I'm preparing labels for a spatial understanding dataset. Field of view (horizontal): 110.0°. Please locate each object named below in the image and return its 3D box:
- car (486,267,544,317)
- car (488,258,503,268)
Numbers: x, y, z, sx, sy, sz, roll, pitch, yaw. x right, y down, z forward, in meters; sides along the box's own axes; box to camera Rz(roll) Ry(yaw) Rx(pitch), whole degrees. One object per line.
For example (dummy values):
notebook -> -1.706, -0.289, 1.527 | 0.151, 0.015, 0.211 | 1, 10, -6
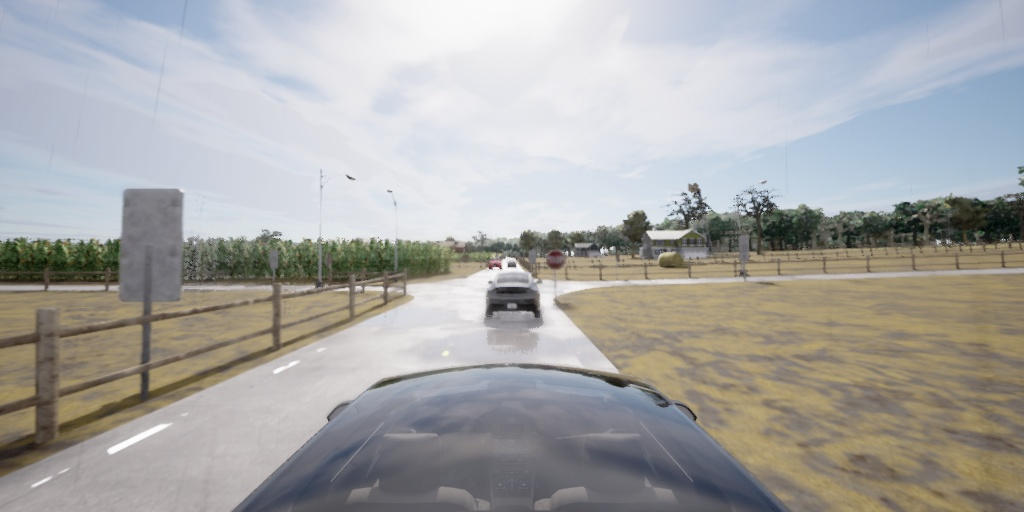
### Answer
car -> 0.110, 1.326, 13.521 | 1.837, 1.490, 4.892 | 0, 0, 3
car -> -2.798, 1.301, 61.849 | 2.150, 2.045, 5.566 | 0, 0, 1
